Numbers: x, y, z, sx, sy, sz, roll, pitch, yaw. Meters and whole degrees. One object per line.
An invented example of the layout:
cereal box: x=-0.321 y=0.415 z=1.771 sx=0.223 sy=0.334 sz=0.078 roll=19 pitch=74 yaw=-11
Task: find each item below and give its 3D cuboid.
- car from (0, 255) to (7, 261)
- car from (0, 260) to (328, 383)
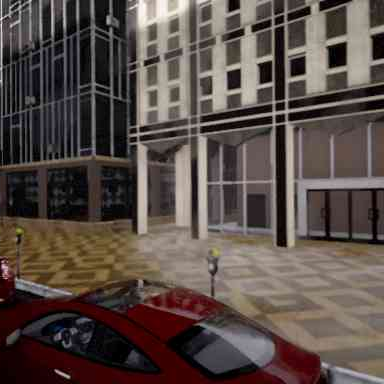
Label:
car: x=-5.379 y=1.527 z=6.710 sx=4.097 sy=1.590 sz=1.967 roll=-1 pitch=0 yaw=35
car: x=-0.780 y=1.609 z=3.430 sx=4.206 sy=1.307 sz=1.802 roll=-1 pitch=0 yaw=35
